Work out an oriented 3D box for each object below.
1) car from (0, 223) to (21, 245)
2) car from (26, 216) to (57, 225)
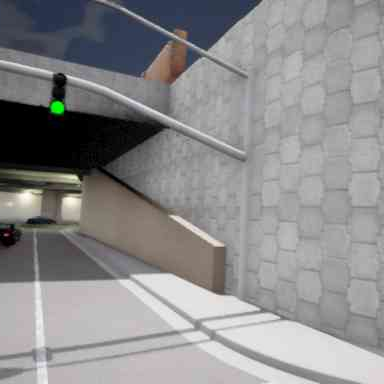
[{"bbox_3d":[-12.557,2.709,22.000,1.895,1.301,4.718,5,-5,-21],"label":"car"},{"bbox_3d":[-23.074,4.395,51.288,2.033,1.411,5.357,2,-5,11],"label":"car"}]
